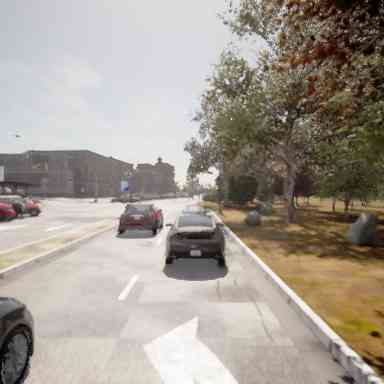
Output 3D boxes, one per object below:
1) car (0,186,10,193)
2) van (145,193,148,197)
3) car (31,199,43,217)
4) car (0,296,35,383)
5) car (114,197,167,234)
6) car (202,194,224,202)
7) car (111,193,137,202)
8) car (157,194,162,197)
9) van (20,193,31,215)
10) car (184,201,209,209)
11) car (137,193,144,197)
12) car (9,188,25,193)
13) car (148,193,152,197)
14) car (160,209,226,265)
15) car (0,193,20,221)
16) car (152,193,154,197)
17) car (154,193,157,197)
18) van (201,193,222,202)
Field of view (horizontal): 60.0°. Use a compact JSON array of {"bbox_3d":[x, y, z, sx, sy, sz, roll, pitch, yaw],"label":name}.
[{"bbox_3d":[-34.170,-0.328,60.238,2.435,2.045,5.566,6,-3,-19],"label":"car"},{"bbox_3d":[-13.255,1.220,78.296,4.442,1.987,1.878,-1,0,-14],"label":"van"},{"bbox_3d":[-16.632,1.454,31.504,4.553,1.767,2.185,-1,0,-19],"label":"car"},{"bbox_3d":[-2.900,1.505,2.299,1.837,1.490,4.892,0,0,0],"label":"car"},{"bbox_3d":[-2.876,1.401,19.624,2.097,1.767,4.553,0,0,0],"label":"car"},{"bbox_3d":[4.653,1.262,74.879,4.553,1.767,2.185,1,0,-14],"label":"car"},{"bbox_3d":[-14.457,1.470,69.311,4.792,1.488,2.163,-1,0,-15],"label":"car"},{"bbox_3d":[-11.470,1.508,93.246,4.674,1.452,2.002,-1,0,-12],"label":"car"},{"bbox_3d":[-16.607,1.343,28.527,4.442,1.987,1.878,-1,0,-19],"label":"van"},{"bbox_3d":[0.152,1.610,24.133,2.033,1.411,5.357,0,0,1],"label":"car"},{"bbox_3d":[-13.812,1.432,72.303,5.366,1.575,1.946,-1,0,-15],"label":"car"},{"bbox_3d":[-31.175,0.235,60.178,2.002,1.452,4.674,6,-3,-19],"label":"car"},{"bbox_3d":[-13.027,1.453,81.266,4.892,1.521,2.231,-1,0,-14],"label":"car"},{"bbox_3d":[0.102,1.524,11.733,1.837,1.490,4.892,0,-1,0],"label":"car"},{"bbox_3d":[-16.722,1.308,25.490,5.566,2.045,2.435,-1,0,-20],"label":"car"},{"bbox_3d":[-12.655,1.496,84.262,4.674,1.452,2.002,-1,0,-13],"label":"car"},{"bbox_3d":[-12.284,1.500,87.263,4.674,1.452,2.002,-1,-1,-13],"label":"car"},{"bbox_3d":[4.270,1.158,71.909,4.442,1.987,1.878,1,0,-14],"label":"van"}]
